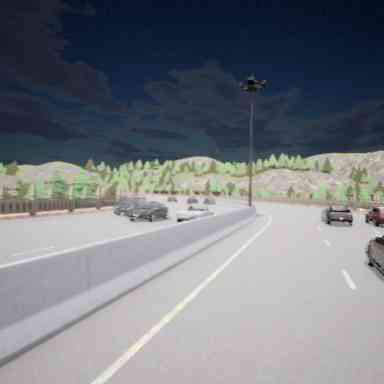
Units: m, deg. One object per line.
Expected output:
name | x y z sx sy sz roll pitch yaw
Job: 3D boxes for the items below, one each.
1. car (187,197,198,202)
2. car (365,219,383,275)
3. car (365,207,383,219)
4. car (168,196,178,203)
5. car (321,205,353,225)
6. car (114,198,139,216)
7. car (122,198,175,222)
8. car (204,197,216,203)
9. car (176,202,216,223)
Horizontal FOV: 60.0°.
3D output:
car | 0.107 1.736 67.351 1.994 1.385 4.181 1 0 -7
car | 6.281 1.722 9.316 1.994 1.385 4.181 1 0 18
car | 15.105 1.916 26.240 1.812 1.442 4.674 1 0 14
car | -4.235 1.598 71.780 1.812 1.442 4.674 1 0 -10
car | 11.710 1.812 27.082 2.128 1.511 4.902 1 0 14
car | -5.503 1.323 31.224 2.097 1.767 4.553 1 0 15
car | -3.286 1.509 26.230 1.837 1.490 4.892 1 0 17
car | 3.654 1.778 67.320 1.812 1.442 4.674 1 0 -7
car | 0.279 1.678 25.857 1.895 1.301 4.718 1 0 16
